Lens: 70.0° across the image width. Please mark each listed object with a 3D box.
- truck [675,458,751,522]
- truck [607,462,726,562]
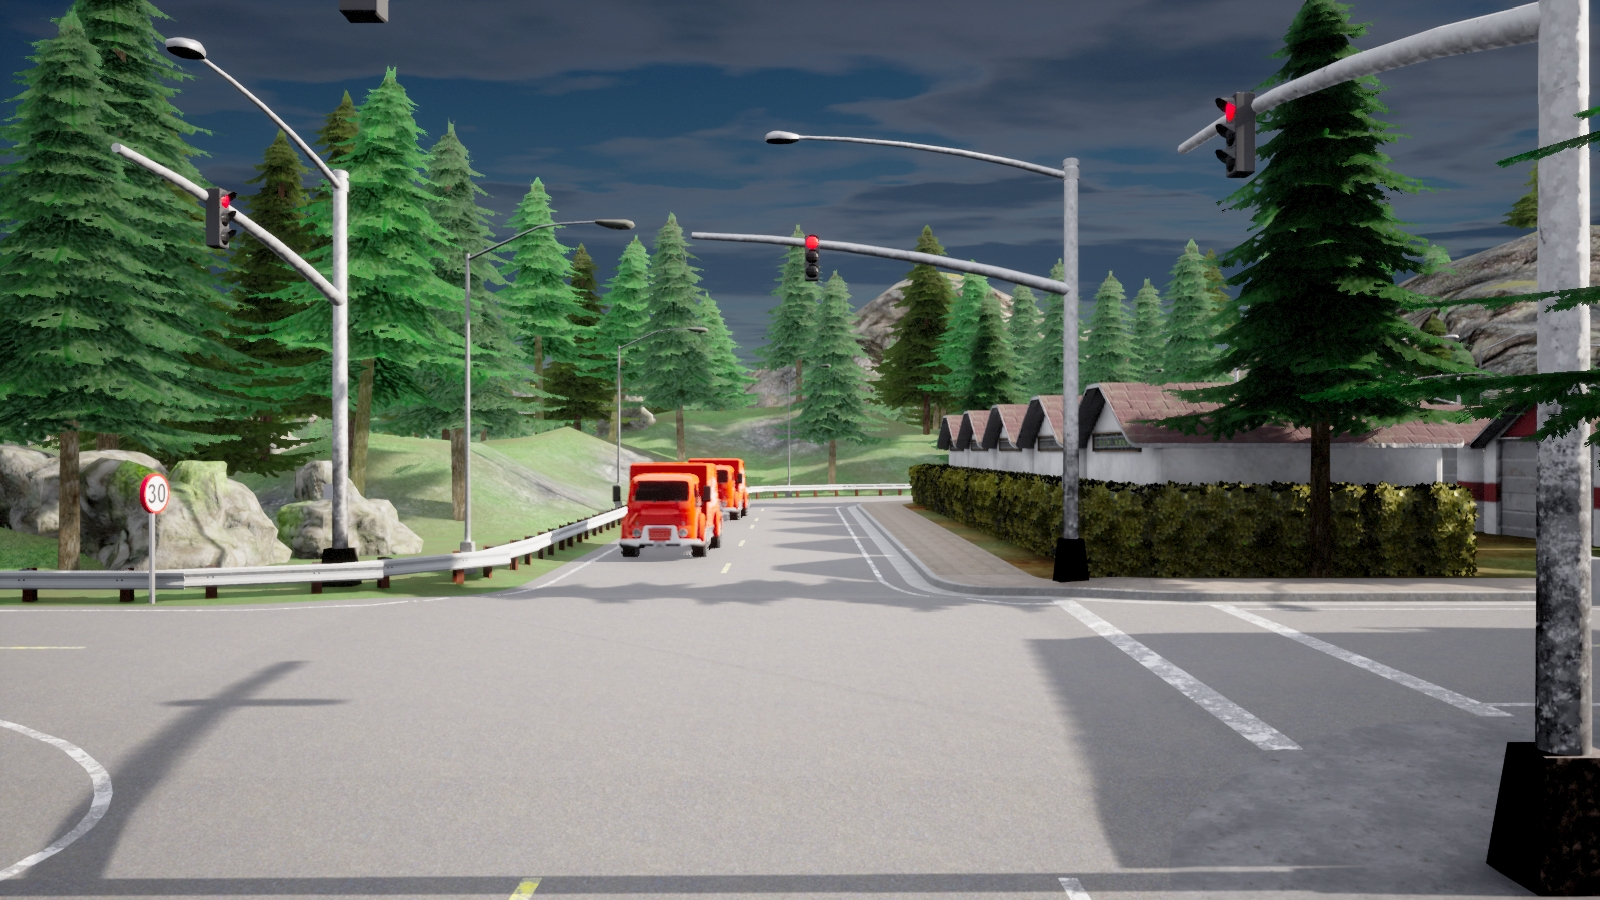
[{"bbox_3d":[-3.464,1.573,46.460,2.627,2.467,5.204,0,-1,1],"label":"truck"},{"bbox_3d":[-3.496,1.571,31.053,2.627,2.467,5.204,0,-1,0],"label":"truck"}]
